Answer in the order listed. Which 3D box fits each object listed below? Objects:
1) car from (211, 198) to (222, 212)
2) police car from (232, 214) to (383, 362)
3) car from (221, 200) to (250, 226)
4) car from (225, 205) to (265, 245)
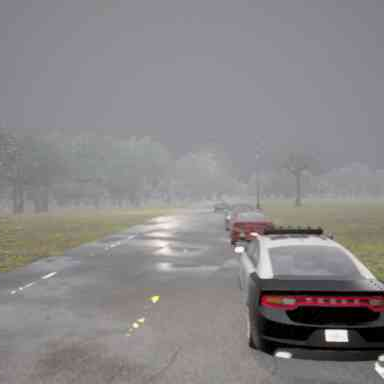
[{"bbox_3d":[3.938,1.933,44.796,2.128,1.511,4.902,-1,-1,4],"label":"car"},{"bbox_3d":[1.898,1.468,6.393,1.930,1.638,5.238,-1,-1,5],"label":"police car"},{"bbox_3d":[3.227,1.547,22.254,2.097,1.767,4.553,-1,-1,4],"label":"car"},{"bbox_3d":[2.768,1.616,16.281,1.882,1.535,5.008,-1,-1,5],"label":"car"}]
